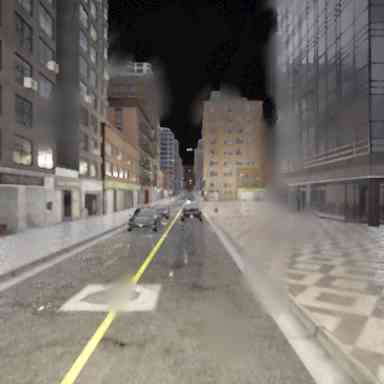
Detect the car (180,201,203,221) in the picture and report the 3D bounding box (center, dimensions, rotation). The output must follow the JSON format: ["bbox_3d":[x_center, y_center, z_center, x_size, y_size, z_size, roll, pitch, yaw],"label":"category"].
[{"bbox_3d":[-0.035,1.848,30.734,1.837,1.490,4.892,0,-1,0],"label":"car"}]

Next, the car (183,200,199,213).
[{"bbox_3d":[-0.089,1.929,45.390,2.128,1.511,4.902,0,0,0],"label":"car"}]

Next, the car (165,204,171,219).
[{"bbox_3d":[-3.104,1.919,33.514,2.033,1.411,5.357,0,0,0],"label":"car"}]

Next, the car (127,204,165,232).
[{"bbox_3d":[-3.067,1.781,22.197,1.837,1.490,4.892,0,-1,0],"label":"car"}]
